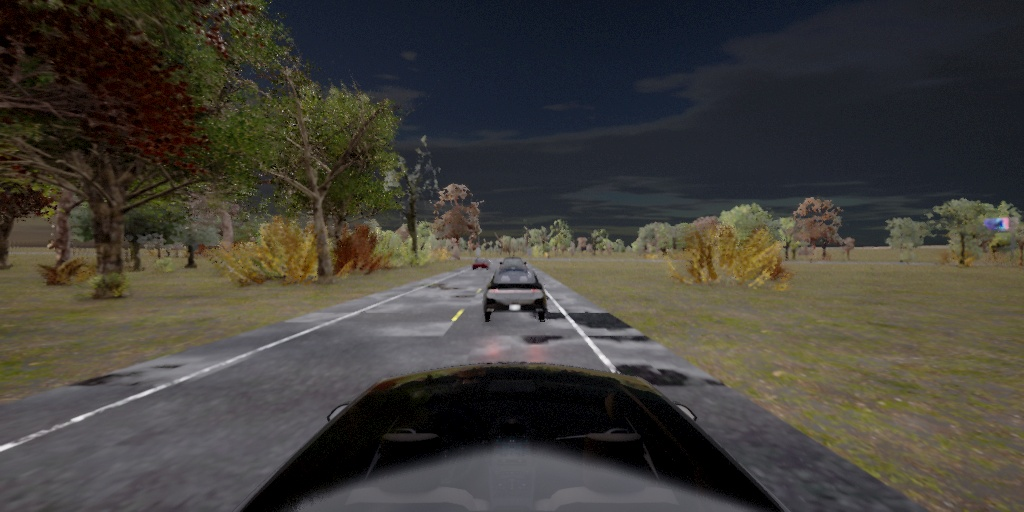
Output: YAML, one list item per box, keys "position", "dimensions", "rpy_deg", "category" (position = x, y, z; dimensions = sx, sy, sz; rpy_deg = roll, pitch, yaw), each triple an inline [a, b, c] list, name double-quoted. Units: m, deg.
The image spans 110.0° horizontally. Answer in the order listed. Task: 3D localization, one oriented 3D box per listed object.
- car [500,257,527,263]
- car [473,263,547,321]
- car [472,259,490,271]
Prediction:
- position: [0.089, 0.867, 27.900]
  dimensions: [2.097, 1.767, 4.553]
  rpy_deg: [0, 1, 0]
  category: "car"
- position: [0.086, 1.149, 12.037]
  dimensions: [2.128, 1.511, 4.902]
  rpy_deg: [0, 0, 0]
  category: "car"
- position: [-3.585, 0.987, 41.847]
  dimensions: [1.895, 1.301, 4.718]
  rpy_deg: [0, 1, 0]
  category: "car"
